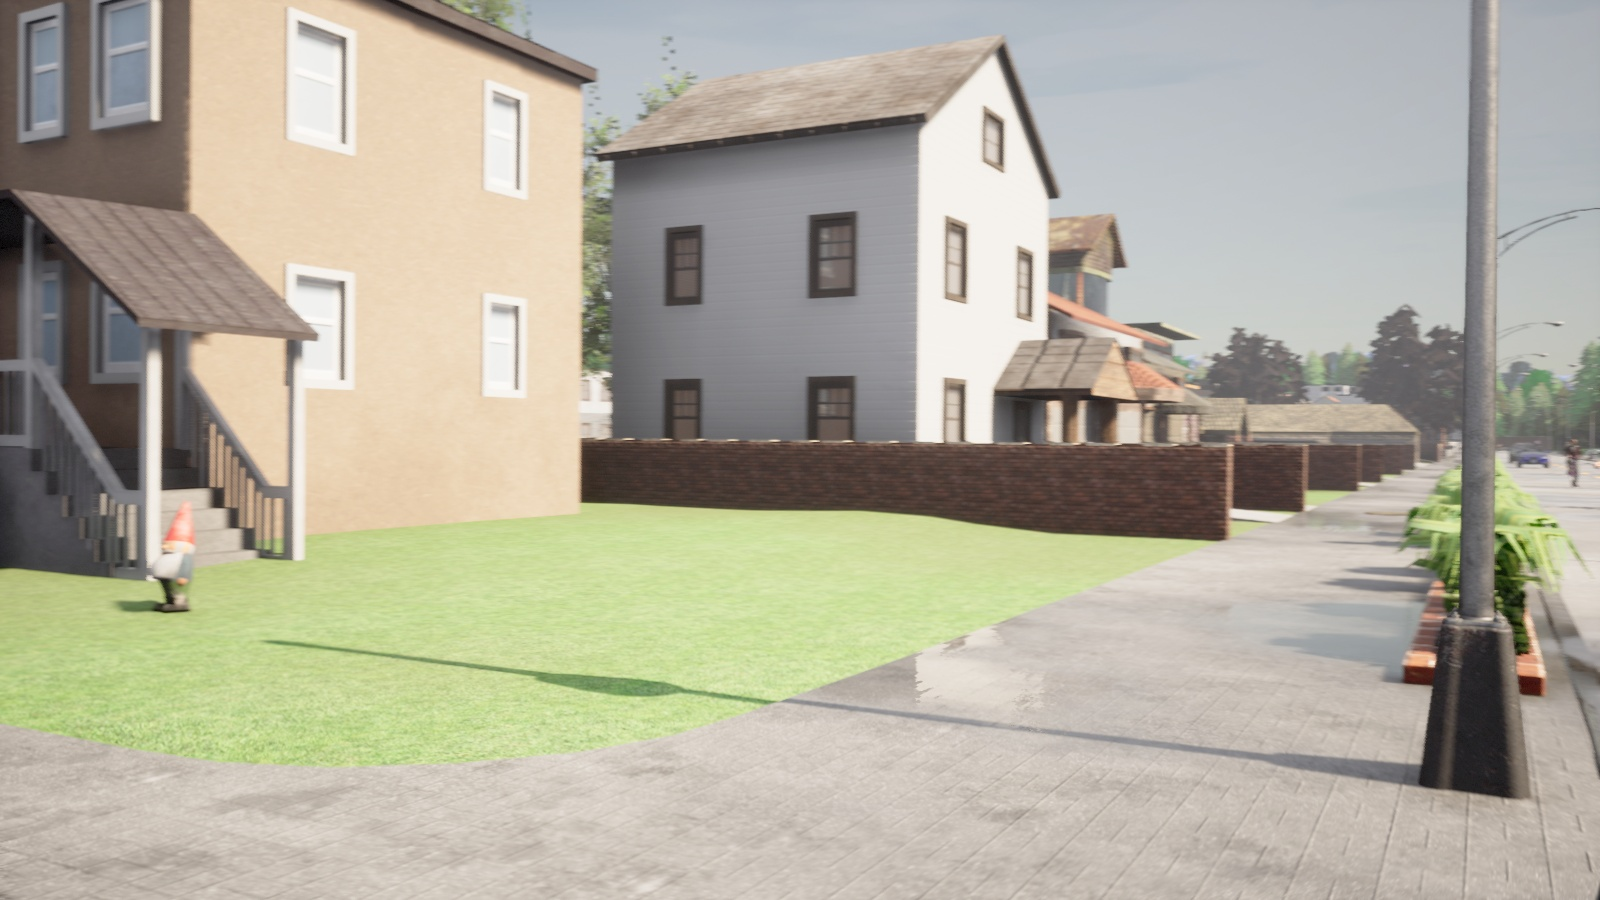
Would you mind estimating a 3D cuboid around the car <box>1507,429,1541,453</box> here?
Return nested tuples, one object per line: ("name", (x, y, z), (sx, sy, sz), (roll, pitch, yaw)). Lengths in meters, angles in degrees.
("car", (47.283, -0.594, 82.037), (1.816, 1.474, 4.193), (0, 1, 28))
